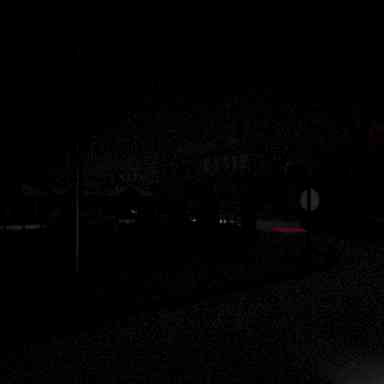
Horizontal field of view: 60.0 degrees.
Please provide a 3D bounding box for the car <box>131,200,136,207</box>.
[{"bbox_3d":[-10.083,1.547,48.961,2.033,1.411,5.357,0,0,-37],"label":"car"}]

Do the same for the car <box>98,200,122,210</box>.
[{"bbox_3d":[-10.680,1.526,42.590,1.812,1.442,4.674,0,0,-35],"label":"car"}]

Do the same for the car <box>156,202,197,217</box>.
[{"bbox_3d":[-1.163,1.546,29.199,2.033,1.411,5.357,0,0,-35],"label":"car"}]

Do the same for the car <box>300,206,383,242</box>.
[{"bbox_3d":[7.825,1.505,16.733,1.837,1.490,4.892,0,0,-37],"label":"car"}]
